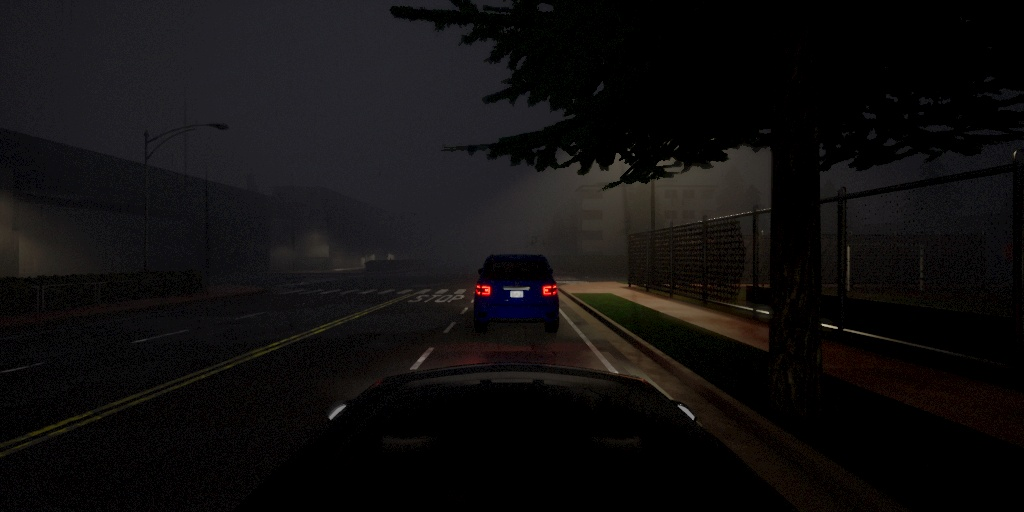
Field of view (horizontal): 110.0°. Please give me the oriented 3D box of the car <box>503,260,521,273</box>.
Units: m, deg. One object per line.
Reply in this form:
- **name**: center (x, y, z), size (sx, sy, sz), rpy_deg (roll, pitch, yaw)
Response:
- **car**: center (0.013, 1.241, 45.769), size (2.128, 1.511, 4.902), rpy_deg (0, 0, 0)

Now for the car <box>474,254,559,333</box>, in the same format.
- **car**: center (0.113, 0.971, 10.933), size (2.150, 2.045, 5.566), rpy_deg (0, 0, 0)
